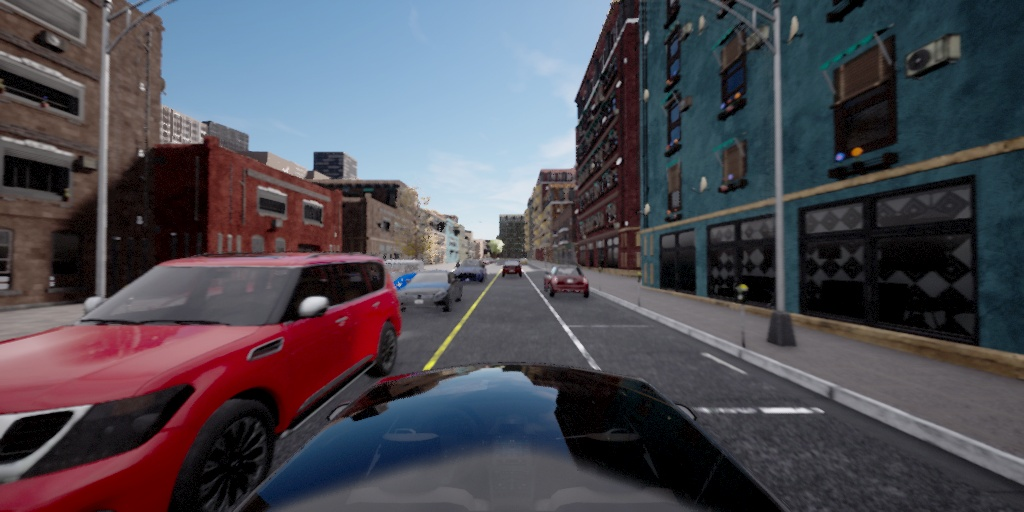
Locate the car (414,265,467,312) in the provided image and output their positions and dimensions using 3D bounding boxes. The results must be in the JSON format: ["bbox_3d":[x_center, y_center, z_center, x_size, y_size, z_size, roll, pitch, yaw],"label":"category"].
[{"bbox_3d":[-3.095,1.268,14.262,1.812,1.442,4.674,0,0,0],"label":"car"}]

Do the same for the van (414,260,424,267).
[{"bbox_3d":[-5.694,1.080,18.523,1.690,1.789,3.998,0,0,0],"label":"van"}]

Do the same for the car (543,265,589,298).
[{"bbox_3d":[2.686,1.179,18.586,1.967,1.591,4.097,0,0,0],"label":"car"}]

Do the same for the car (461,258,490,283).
[{"bbox_3d":[-3.089,1.086,27.499,2.097,1.767,4.553,0,0,1],"label":"car"}]

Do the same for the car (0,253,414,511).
[{"bbox_3d":[-3.089,0.970,4.424,2.150,2.045,5.566,0,0,0],"label":"car"}]

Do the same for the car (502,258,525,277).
[{"bbox_3d":[-0.003,1.207,35.272,1.882,1.535,5.008,0,0,0],"label":"car"}]
